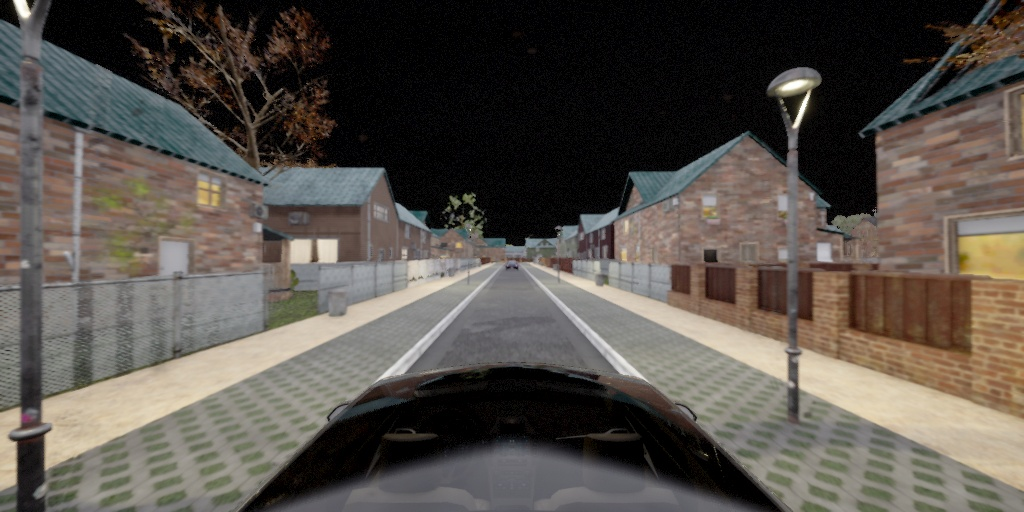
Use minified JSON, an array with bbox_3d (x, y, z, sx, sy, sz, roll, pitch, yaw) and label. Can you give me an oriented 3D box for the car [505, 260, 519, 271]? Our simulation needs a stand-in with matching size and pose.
[{"bbox_3d":[-0.001,1.390,51.503,1.895,1.301,4.718,0,0,0],"label":"car"}]
